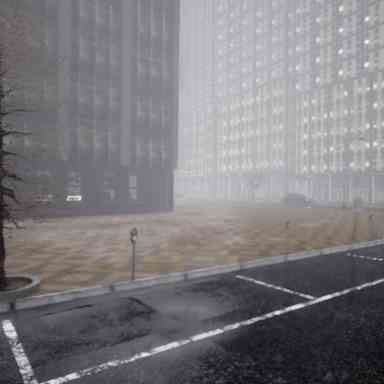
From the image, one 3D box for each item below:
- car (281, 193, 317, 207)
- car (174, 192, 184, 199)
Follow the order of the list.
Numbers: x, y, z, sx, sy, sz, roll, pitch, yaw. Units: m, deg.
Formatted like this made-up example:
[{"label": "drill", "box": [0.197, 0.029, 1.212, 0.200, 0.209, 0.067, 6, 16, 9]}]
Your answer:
[{"label": "car", "box": [13.959, 0.940, 43.426, 2.097, 1.767, 4.553, 1, 0, -35]}, {"label": "car", "box": [-3.774, 0.706, 68.941, 2.033, 1.411, 5.357, 1, 0, -35]}]
